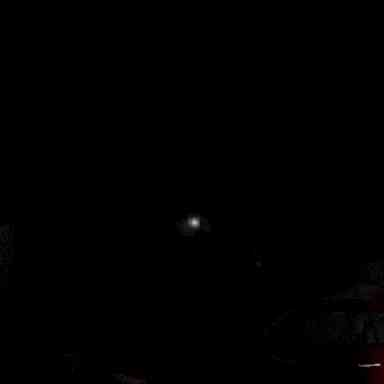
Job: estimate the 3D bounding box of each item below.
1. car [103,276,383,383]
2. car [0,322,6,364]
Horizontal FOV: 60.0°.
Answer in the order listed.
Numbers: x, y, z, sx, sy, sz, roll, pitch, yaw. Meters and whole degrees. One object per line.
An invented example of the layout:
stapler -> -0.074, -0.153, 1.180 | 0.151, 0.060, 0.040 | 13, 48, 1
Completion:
car -> 1.205, 1.637, 3.593 | 4.206, 1.307, 1.802 | 0, -1, -4
car -> -4.303, 1.560, 3.170 | 4.507, 1.381, 1.887 | 0, -1, -4
